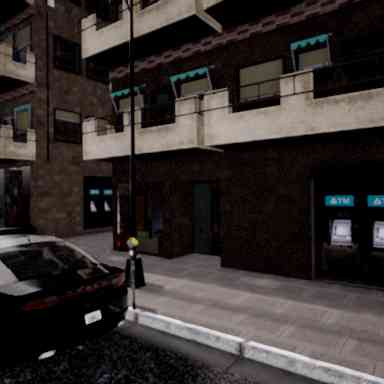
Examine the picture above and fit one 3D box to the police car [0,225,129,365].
[{"bbox_3d":[-3.392,1.429,5.843,5.238,1.638,1.930,0,0,36],"label":"police car"}]
